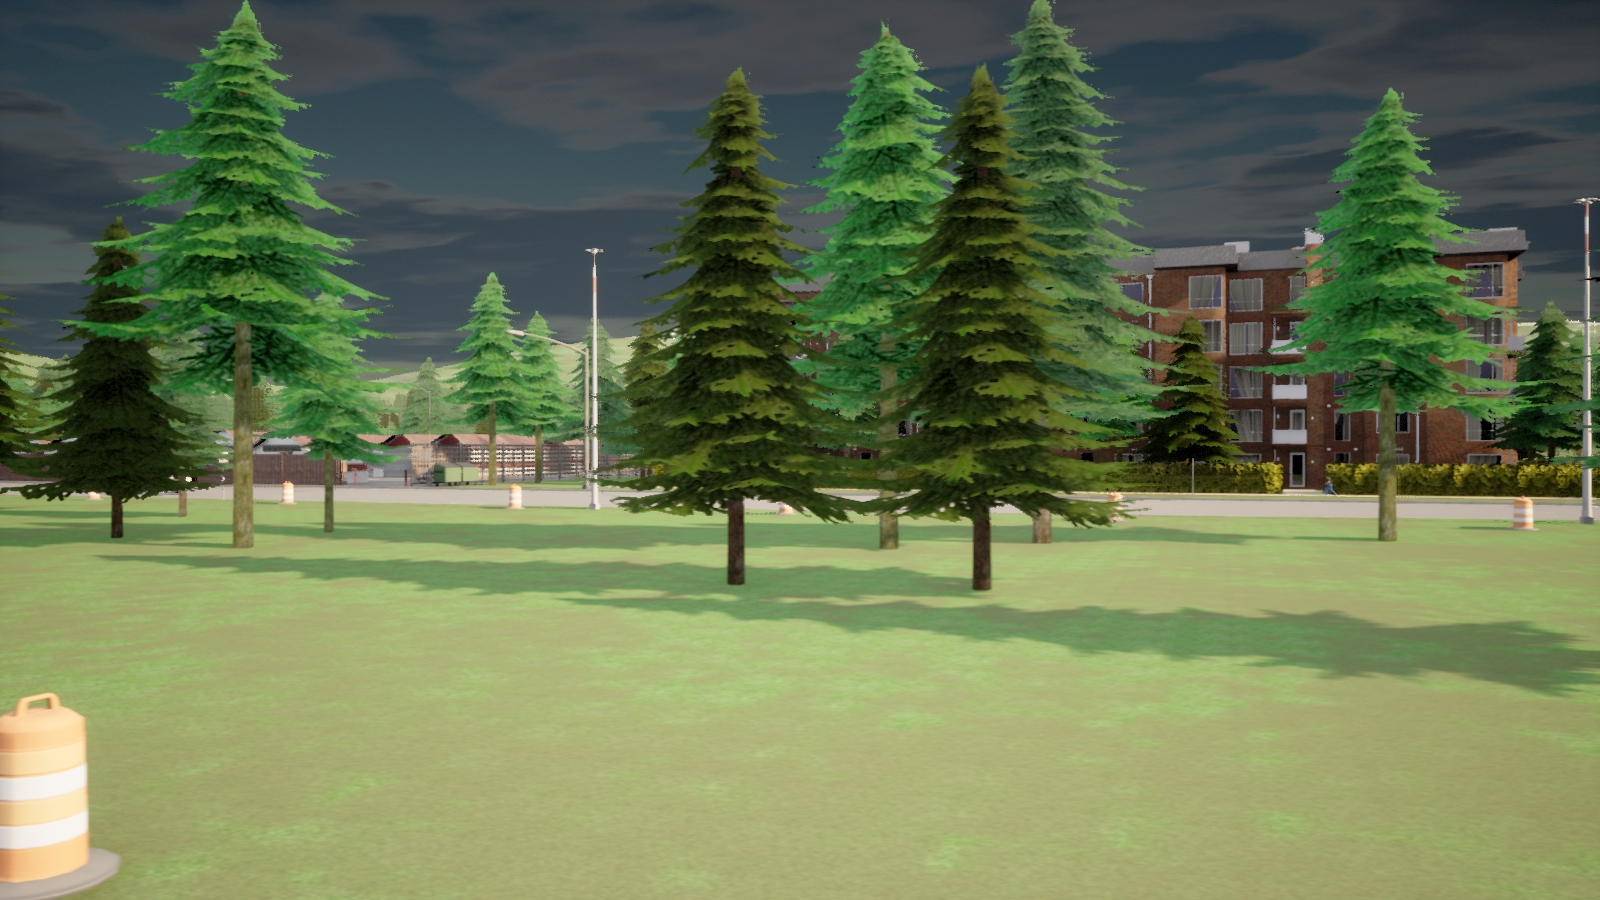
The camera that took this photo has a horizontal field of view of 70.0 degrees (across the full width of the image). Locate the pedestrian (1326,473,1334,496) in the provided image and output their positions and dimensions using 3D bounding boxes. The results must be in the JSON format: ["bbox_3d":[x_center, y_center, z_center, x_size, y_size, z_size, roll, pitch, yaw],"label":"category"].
[{"bbox_3d":[30.507,1.976,65.726,0.375,1.300,0.375,0,0,19],"label":"pedestrian"}]
